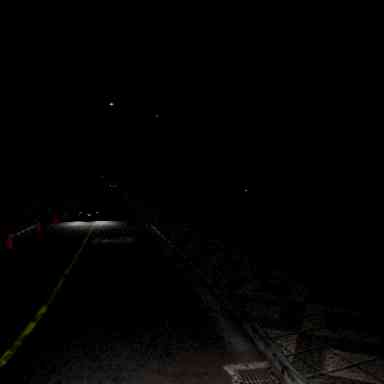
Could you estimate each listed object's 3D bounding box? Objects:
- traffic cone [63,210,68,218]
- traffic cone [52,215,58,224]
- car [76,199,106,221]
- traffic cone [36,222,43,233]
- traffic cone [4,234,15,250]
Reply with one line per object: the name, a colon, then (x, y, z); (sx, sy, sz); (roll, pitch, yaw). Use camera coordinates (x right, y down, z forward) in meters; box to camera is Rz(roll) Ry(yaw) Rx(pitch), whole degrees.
traffic cone: (-10.454, 1.816, 27.549); (0.340, 0.580, 0.340); (0, 1, -13)
traffic cone: (-9.331, 1.857, 22.677); (0.340, 0.580, 0.340); (0, 1, -13)
car: (-7.868, 1.373, 26.041); (1.837, 1.490, 4.892); (0, 1, -13)
traffic cone: (-8.206, 1.895, 17.804); (0.340, 0.580, 0.340); (0, 1, -13)
traffic cone: (-7.083, 1.924, 12.932); (0.340, 0.580, 0.340); (0, 0, -13)
